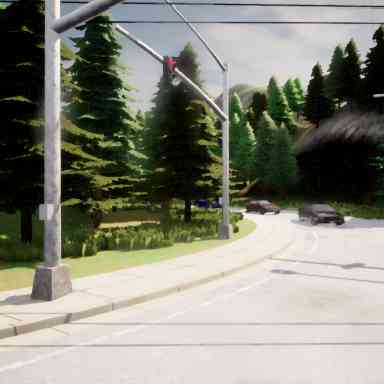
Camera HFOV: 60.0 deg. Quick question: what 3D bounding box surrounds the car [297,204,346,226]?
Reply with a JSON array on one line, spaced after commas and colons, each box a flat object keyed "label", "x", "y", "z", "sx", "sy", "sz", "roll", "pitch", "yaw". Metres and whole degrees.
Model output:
[{"label": "car", "x": 8.957, "y": 1.548, "z": 23.571, "sx": 2.033, "sy": 1.411, "sz": 5.357, "roll": 0, "pitch": 0, "yaw": 3}]

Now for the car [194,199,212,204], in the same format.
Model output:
[{"label": "car", "x": 2.225, "y": 1.478, "z": 43.626, "sx": 1.882, "sy": 1.535, "sz": 5.008, "roll": 0, "pitch": 0, "yaw": -33}]

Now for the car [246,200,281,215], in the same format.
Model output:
[{"label": "car", "x": 7.181, "y": 1.526, "z": 34.180, "sx": 1.812, "sy": 1.442, "sz": 4.674, "roll": 0, "pitch": 0, "yaw": -20}]
